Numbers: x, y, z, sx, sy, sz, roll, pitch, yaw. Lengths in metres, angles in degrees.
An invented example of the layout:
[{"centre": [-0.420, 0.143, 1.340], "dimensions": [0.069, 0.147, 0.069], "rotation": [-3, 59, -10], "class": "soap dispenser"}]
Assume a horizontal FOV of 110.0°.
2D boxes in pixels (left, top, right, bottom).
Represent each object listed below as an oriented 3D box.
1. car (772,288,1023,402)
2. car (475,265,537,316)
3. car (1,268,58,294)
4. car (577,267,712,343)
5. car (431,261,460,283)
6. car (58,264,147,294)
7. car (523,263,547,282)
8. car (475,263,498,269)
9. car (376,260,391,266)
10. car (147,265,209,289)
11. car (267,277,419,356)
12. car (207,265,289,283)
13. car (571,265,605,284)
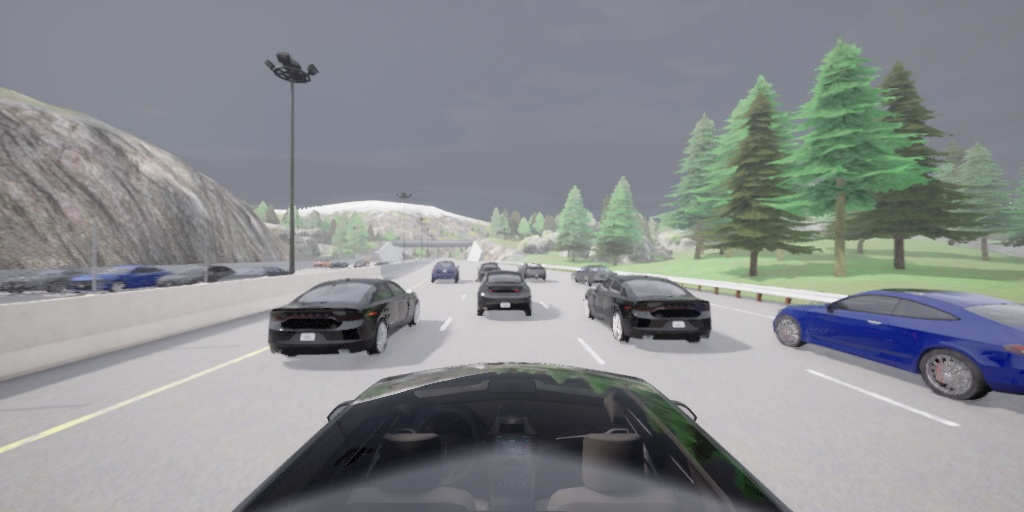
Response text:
[{"centre": [6.946, 1.286, 6.309], "dimensions": [1.812, 1.442, 4.674], "rotation": [0, 0, -1], "class": "car"}, {"centre": [-0.339, 1.284, 13.609], "dimensions": [1.837, 1.490, 4.892], "rotation": [0, 0, -3], "class": "car"}, {"centre": [-25.640, 1.359, 20.441], "dimensions": [1.994, 1.385, 4.181], "rotation": [0, 0, -6], "class": "car"}, {"centre": [3.345, 1.247, 9.825], "dimensions": [1.882, 1.535, 5.008], "rotation": [0, 0, -2], "class": "car"}, {"centre": [-5.397, 1.168, 29.445], "dimensions": [2.097, 1.767, 4.553], "rotation": [0, 0, -7], "class": "car"}, {"centre": [-22.146, 1.273, 20.694], "dimensions": [1.882, 1.535, 5.008], "rotation": [0, 0, -6], "class": "car"}, {"centre": [1.589, 1.308, 29.982], "dimensions": [2.128, 1.511, 4.902], "rotation": [0, 0, -7], "class": "car"}, {"centre": [-1.927, 1.321, 29.938], "dimensions": [1.837, 1.490, 4.892], "rotation": [0, 0, -8], "class": "car"}, {"centre": [-21.986, 1.455, 61.518], "dimensions": [1.994, 1.385, 4.181], "rotation": [0, 0, -10], "class": "car"}, {"centre": [-18.732, 1.303, 21.702], "dimensions": [1.837, 1.490, 4.892], "rotation": [0, 0, -6], "class": "car"}, {"centre": [-3.621, 1.244, 8.709], "dimensions": [1.882, 1.535, 5.008], "rotation": [0, 0, -2], "class": "car"}, {"centre": [-15.173, 1.345, 21.586], "dimensions": [2.033, 1.411, 5.357], "rotation": [0, 0, -6], "class": "car"}, {"centre": [5.730, 1.353, 25.214], "dimensions": [2.033, 1.411, 5.357], "rotation": [0, 0, -6], "class": "car"}]
